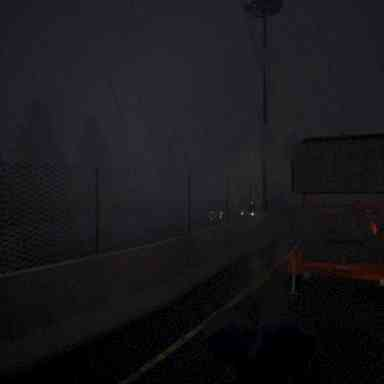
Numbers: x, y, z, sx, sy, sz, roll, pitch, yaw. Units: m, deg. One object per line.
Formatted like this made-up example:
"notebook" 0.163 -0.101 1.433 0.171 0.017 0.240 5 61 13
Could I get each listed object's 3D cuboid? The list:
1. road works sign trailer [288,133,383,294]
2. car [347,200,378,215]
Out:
"road works sign trailer" 3.709 0.442 8.152 2.380 3.560 2.880 0 0 25
"car" 15.563 1.438 30.535 1.812 1.442 4.674 0 0 14
